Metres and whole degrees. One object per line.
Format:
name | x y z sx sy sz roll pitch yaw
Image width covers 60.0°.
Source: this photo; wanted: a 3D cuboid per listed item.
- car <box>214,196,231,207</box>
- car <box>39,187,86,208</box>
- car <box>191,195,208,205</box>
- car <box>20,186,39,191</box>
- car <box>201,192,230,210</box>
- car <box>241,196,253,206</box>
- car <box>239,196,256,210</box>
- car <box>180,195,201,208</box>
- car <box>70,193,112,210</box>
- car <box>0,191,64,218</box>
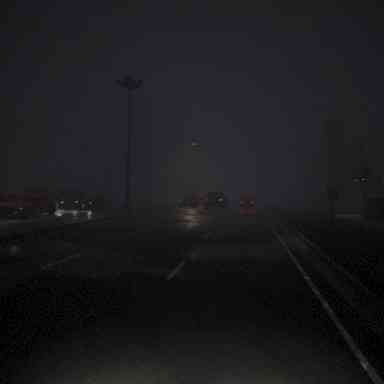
car | 4.619 1.321 49.982 2.033 1.411 5.357 2 0 9
car | -13.143 0.547 35.076 2.150 2.045 5.566 2 0 10
car | 1.174 1.225 50.590 1.994 1.385 4.181 2 0 9
car | -16.750 0.434 34.748 2.150 2.045 5.566 2 1 10
car | 2.932 1.019 39.476 2.150 2.045 5.566 2 0 12
car | 8.729 1.387 52.737 1.837 1.490 4.892 2 1 9
car | 7.074 1.429 42.821 1.812 1.442 4.674 2 0 10
car | -0.251 1.246 41.684 1.994 1.385 4.181 2 0 10
car | -9.874 1.040 33.524 1.895 1.301 4.718 2 0 10
car | -11.525 0.938 23.659 1.882 1.535 5.008 2 0 9
